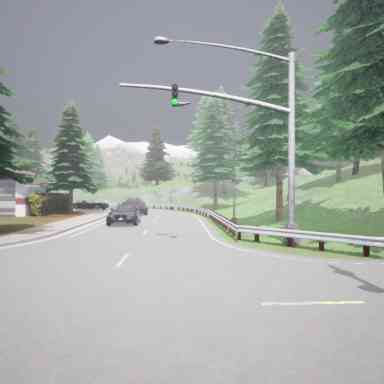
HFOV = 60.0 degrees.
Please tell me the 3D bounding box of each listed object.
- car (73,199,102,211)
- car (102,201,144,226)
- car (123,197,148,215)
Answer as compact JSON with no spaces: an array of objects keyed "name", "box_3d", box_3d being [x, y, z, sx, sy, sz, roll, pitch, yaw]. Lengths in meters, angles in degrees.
[{"name":"car","box_3d":[-12.581,1.567,40.529,4.718,1.301,1.895,0,0,13]},{"name":"car","box_3d":[-4.688,1.542,23.214,1.994,1.385,4.181,0,0,-4]},{"name":"car","box_3d":[-5.794,1.321,32.977,2.097,1.767,4.553,0,0,-21]}]
